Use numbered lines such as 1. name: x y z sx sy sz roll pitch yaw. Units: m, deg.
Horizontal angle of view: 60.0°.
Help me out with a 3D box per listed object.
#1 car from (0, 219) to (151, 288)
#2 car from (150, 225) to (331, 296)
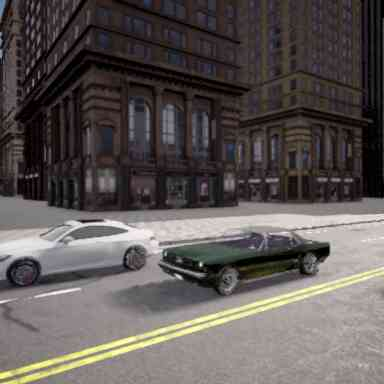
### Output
1. car: -3.172 1.521 9.399 4.674 1.442 1.812 0 0 -35
2. car: 1.516 1.590 8.745 4.718 1.301 1.895 0 0 -35
